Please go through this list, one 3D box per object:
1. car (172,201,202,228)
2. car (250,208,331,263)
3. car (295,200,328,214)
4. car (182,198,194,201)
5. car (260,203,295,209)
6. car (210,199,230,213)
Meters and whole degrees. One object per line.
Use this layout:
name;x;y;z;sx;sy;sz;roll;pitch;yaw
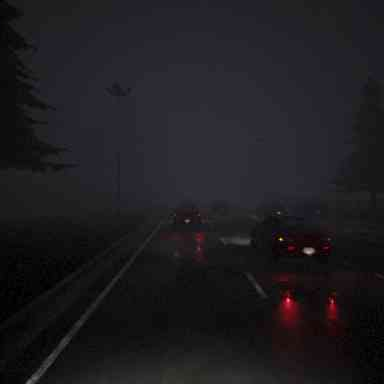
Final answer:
car;-0.313;1.530;22.047;1.812;1.442;4.674;0;0;-1
car;3.338;1.525;11.891;1.812;1.442;4.674;0;0;-1
car;10.086;1.473;29.105;1.882;1.535;5.008;0;0;-1
car;-0.632;1.534;44.022;1.812;1.442;4.674;0;0;-1
car;6.610;1.562;27.471;1.994;1.385;4.181;0;0;-1
car;2.983;1.529;36.267;1.812;1.442;4.674;0;0;-1
